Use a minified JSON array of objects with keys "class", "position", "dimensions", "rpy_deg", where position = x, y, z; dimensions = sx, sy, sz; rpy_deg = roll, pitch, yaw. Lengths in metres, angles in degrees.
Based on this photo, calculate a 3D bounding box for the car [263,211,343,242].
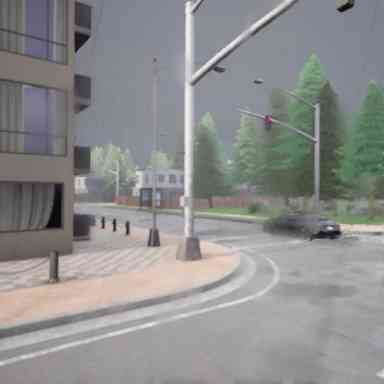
[{"class":"car","position":[5.522,1.646,17.076],"dimensions":[1.994,1.385,4.181],"rpy_deg":[0,0,-25]}]
